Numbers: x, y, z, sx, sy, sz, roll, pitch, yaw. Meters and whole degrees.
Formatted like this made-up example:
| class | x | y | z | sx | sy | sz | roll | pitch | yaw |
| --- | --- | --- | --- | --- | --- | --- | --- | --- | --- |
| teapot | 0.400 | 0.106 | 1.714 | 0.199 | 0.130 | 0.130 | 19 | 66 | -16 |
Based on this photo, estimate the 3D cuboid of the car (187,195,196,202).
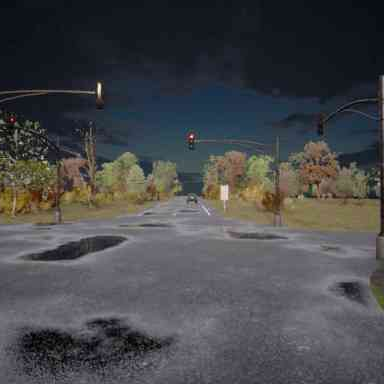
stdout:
| class | x | y | z | sx | sy | sz | roll | pitch | yaw |
| --- | --- | --- | --- | --- | --- | --- | --- | --- | --- |
| car | -0.003 | 1.464 | 78.020 | 2.033 | 1.411 | 5.357 | 0 | 0 | 0 |

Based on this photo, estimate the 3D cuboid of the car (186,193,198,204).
| class | x | y | z | sx | sy | sz | roll | pitch | yaw |
| --- | --- | --- | --- | --- | --- | --- | --- | --- | --- |
| car | -0.002 | 1.291 | 67.629 | 2.150 | 2.045 | 5.566 | 0 | 0 | 0 |
